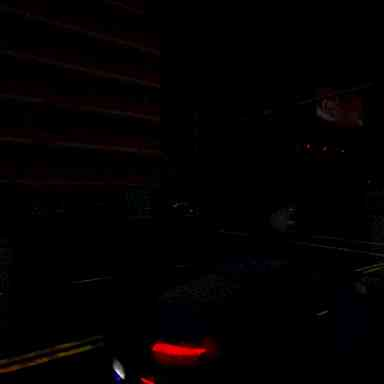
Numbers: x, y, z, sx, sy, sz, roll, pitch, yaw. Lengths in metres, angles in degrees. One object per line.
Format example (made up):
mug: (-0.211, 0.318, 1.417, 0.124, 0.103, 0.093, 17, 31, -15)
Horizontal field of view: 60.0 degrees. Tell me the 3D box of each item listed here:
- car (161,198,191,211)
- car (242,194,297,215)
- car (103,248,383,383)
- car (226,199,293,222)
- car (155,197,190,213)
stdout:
car: (-2.108, 1.563, 42.551, 1.994, 1.385, 4.181, 0, 0, -35)
car: (6.796, 1.219, 30.170, 2.150, 2.045, 5.566, 0, 0, -36)
car: (1.162, 1.526, 4.570, 4.674, 1.442, 1.812, 0, 0, -36)
car: (5.015, 1.547, 26.654, 2.033, 1.411, 5.357, 0, 0, -36)
car: (-2.169, 1.351, 36.629, 2.097, 1.767, 4.553, 0, 0, -36)
